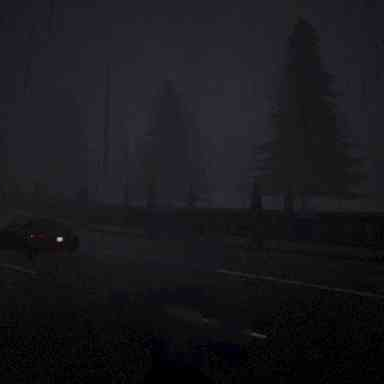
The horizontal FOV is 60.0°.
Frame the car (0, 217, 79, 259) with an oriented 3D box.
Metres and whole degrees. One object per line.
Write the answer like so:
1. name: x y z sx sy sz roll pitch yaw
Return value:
1. car: -6.458 1.707 13.534 4.181 1.385 1.994 0 0 38
